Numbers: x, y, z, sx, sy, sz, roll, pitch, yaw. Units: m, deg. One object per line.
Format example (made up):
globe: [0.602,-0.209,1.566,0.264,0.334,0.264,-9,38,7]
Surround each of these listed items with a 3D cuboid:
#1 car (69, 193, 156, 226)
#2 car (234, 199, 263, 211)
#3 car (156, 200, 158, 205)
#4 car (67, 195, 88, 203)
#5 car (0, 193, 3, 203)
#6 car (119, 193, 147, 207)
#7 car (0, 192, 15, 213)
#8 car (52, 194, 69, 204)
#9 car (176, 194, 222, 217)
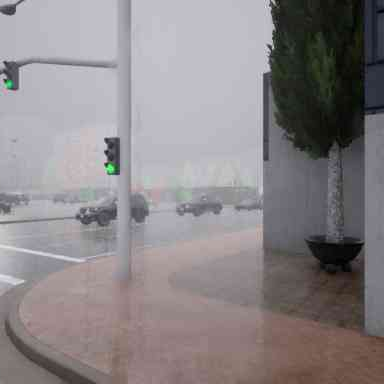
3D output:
car: [-5.479,1.221,23.733,2.150,2.045,5.566,0,0,36]
car: [7.204,1.547,40.640,2.033,1.411,5.357,0,0,37]
car: [-7.119,1.395,52.067,3.806,1.475,1.970,0,0,35]
car: [-21.366,1.364,62.171,3.905,1.438,1.784,0,0,35]
car: [-38.588,1.153,64.051,4.605,1.855,1.932,0,0,35]
car: [-8.805,1.156,49.713,3.866,1.878,1.905,0,0,35]
car: [-20.145,1.156,33.698,3.866,1.878,1.905,0,0,35]
car: [-23.097,1.153,59.848,4.605,1.855,1.932,0,0,35]
car: [0.797,1.221,32.131,2.150,2.045,5.566,0,0,37]
